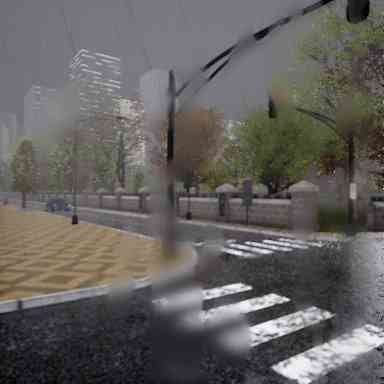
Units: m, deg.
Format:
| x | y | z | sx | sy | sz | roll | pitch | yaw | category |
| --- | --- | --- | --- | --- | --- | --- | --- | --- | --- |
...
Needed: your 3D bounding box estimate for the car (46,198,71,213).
| x | y | z | sx | sy | sz | roll | pitch | yaw | category |
| --- | --- | --- | --- | --- | --- | --- | --- | --- | --- |
| -15.981 | 1.538 | 39.796 | 2.097 | 1.767 | 4.553 | 1 | -1 | -34 | car |
